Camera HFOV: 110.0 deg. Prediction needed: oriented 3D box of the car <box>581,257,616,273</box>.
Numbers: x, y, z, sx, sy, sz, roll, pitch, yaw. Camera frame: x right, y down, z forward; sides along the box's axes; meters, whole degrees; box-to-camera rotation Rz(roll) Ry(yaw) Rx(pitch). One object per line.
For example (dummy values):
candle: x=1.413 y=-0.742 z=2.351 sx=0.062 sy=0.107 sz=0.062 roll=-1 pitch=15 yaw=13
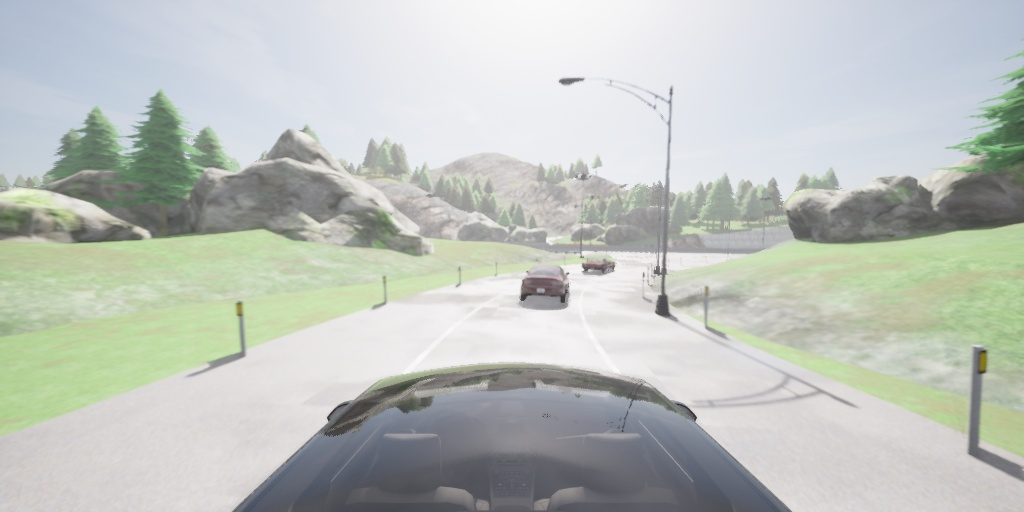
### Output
car: x=7.767 y=0.728 z=31.672 sx=1.895 sy=1.301 sz=4.718 roll=3 pitch=3 yaw=30

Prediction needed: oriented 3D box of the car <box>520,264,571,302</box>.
car: x=1.518 y=1.080 z=15.631 sx=1.812 sy=1.442 sz=4.674 roll=1 pitch=1 yaw=11
